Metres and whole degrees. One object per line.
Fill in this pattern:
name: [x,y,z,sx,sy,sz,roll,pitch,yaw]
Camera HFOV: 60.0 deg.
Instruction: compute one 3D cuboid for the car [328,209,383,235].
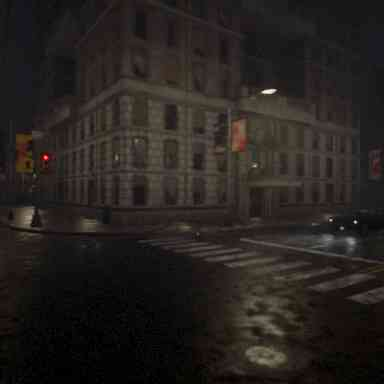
car: [10.185,1.725,19.849,4.718,1.301,1.895,0,0,-35]
